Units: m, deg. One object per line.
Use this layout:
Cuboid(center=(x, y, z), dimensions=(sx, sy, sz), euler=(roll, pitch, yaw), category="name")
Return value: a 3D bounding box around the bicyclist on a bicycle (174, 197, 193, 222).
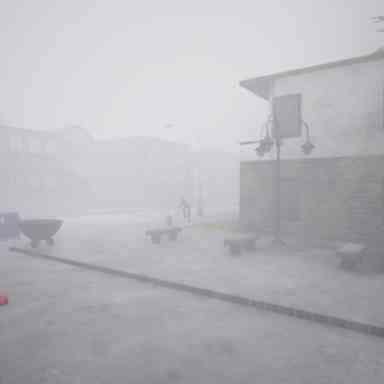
Cuboid(center=(-0.580, 1.169, 22.255), dimensions=(1.656, 1.620, 0.582), euler=(1, 0, 35), category="bicyclist on a bicycle")
